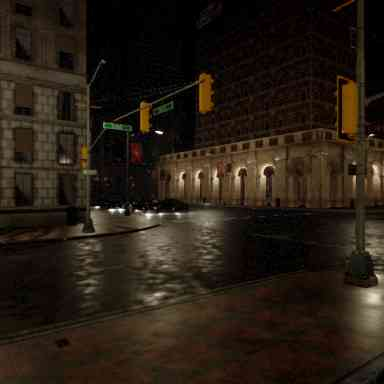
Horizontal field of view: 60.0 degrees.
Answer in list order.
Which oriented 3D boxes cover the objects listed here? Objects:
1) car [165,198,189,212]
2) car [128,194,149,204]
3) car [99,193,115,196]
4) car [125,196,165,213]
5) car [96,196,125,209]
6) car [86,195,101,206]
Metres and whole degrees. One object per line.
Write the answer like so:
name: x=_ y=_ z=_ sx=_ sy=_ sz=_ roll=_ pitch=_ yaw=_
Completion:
car: x=-2.273 y=1.478 z=39.231 sx=1.882 sy=1.535 sz=5.008 roll=0 pitch=0 yaw=-36
car: x=-9.982 y=1.352 z=62.357 sx=2.097 sy=1.767 sz=4.553 roll=0 pitch=0 yaw=-35
car: x=-14.117 y=1.221 z=56.016 sx=2.150 sy=2.045 sz=5.566 roll=0 pitch=0 yaw=-35
car: x=-5.318 y=1.505 z=37.467 sx=1.837 sy=1.490 sz=4.892 roll=0 pitch=0 yaw=-36
car: x=-11.124 y=1.564 z=45.597 sx=1.994 sy=1.385 sz=4.181 roll=0 pitch=0 yaw=-35
car: x=-16.990 y=1.478 z=53.987 sx=1.882 sy=1.535 sz=5.008 roll=0 pitch=0 yaw=-35
